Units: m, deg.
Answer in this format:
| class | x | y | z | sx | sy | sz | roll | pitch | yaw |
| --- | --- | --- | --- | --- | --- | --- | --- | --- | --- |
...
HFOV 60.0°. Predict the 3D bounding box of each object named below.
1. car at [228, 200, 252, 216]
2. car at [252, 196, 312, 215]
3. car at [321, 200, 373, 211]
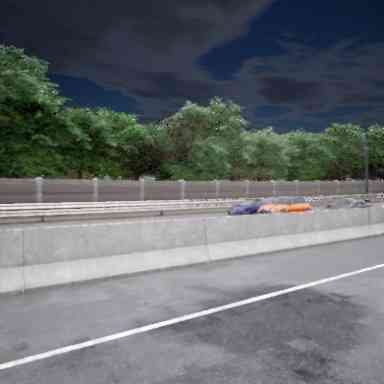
| class | x | y | z | sx | sy | sz | roll | pitch | yaw |
| --- | --- | --- | --- | --- | --- | --- | --- | --- | --- |
| car | 5.231 | 1.400 | 28.957 | 4.674 | 1.442 | 1.812 | -1 | 0 | -34 |
| car | 7.292 | 1.227 | 26.123 | 4.553 | 1.767 | 2.097 | -1 | 1 | -34 |
| car | 11.578 | 1.335 | 24.817 | 4.902 | 1.511 | 2.128 | -1 | 1 | -34 |
